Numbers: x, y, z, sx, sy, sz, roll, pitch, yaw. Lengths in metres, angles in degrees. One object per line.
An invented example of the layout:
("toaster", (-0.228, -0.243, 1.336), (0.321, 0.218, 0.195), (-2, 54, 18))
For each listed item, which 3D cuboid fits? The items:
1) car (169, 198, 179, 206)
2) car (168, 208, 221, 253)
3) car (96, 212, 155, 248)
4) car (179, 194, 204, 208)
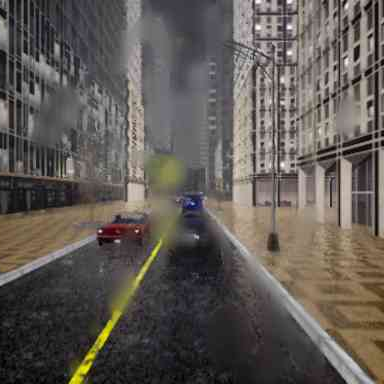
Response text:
("car", (-2.852, 1.659, 58.340), (1.994, 1.385, 4.181), (0, 0, 0))
("car", (0.089, 1.572, 13.762), (1.994, 1.385, 4.181), (0, 0, 0))
("car", (-2.865, 1.609, 15.105), (1.895, 1.301, 4.718), (0, 0, 0))
("car", (0.065, 1.254, 35.080), (2.150, 2.045, 5.566), (0, 0, 0))
